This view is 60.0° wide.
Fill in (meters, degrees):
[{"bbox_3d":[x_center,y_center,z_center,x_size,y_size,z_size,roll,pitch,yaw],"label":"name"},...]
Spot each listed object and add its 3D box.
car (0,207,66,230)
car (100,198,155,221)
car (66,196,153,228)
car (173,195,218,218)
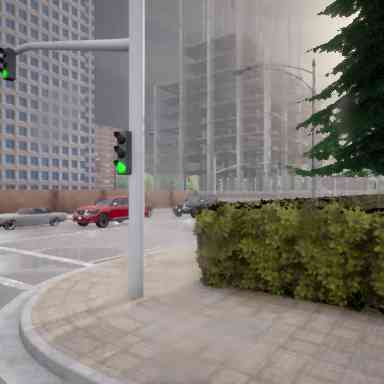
[{"bbox_3d":[-10.765,1.656,21.823,1.895,1.301,4.718,0,0,36],"label":"car"},{"bbox_3d":[-5.549,1.407,29.150,2.097,1.767,4.553,0,0,36],"label":"car"},{"bbox_3d":[-5.523,1.277,23.188,2.150,2.045,5.566,0,0,33],"label":"car"},{"bbox_3d":[0.517,1.277,31.613,2.150,2.045,5.566,0,0,36],"label":"car"}]
